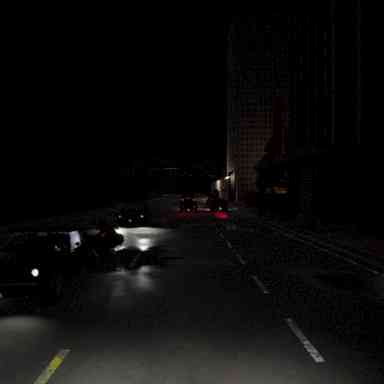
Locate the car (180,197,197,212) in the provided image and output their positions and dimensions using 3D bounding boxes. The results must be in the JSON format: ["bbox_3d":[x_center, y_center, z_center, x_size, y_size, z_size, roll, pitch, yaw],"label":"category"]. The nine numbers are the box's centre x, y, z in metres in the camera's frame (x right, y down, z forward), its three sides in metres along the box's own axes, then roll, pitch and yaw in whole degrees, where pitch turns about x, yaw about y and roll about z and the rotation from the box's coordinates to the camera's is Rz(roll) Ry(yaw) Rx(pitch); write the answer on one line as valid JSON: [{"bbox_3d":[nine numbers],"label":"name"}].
[{"bbox_3d":[-0.374,1.601,37.737,1.895,1.301,4.718,0,0,-1],"label":"car"}]

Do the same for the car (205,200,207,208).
[{"bbox_3d":[2.932,1.526,47.978,1.812,1.442,4.674,0,0,0],"label":"car"}]

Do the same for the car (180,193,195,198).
[{"bbox_3d":[-0.504,1.221,47.502,2.150,2.045,5.566,0,0,-1],"label":"car"}]

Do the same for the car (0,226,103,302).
[{"bbox_3d":[-3.716,1.599,8.365,1.895,1.301,4.718,0,0,-1],"label":"car"}]

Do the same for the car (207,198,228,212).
[{"bbox_3d":[3.089,1.505,38.726,1.837,1.490,4.892,0,0,0],"label":"car"}]

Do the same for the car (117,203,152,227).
[{"bbox_3d":[-3.873,1.525,23.031,1.812,1.442,4.674,0,0,-1],"label":"car"}]

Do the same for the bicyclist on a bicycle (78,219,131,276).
[{"bbox_3d":[-2.342,1.484,8.850,1.656,1.620,0.582,2,19,-29],"label":"bicyclist on a bicycle"}]
